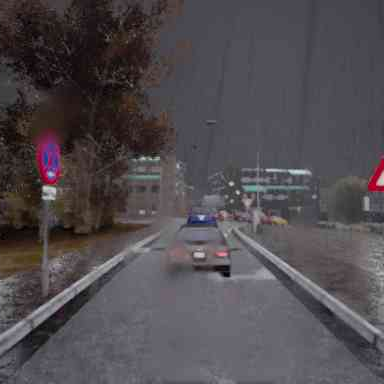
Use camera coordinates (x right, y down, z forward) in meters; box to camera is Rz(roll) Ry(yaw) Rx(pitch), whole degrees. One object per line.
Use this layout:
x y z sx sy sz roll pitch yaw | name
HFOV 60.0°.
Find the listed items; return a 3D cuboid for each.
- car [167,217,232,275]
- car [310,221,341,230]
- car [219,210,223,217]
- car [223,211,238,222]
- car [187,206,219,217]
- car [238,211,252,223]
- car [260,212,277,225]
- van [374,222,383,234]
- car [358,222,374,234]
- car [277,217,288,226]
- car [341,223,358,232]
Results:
0.239 1.739 11.015 2.033 1.411 5.357 0 -2 1 | car
22.582 5.703 57.308 2.002 1.452 4.674 7 -5 -29 | car
1.931 3.483 53.602 2.435 2.045 5.566 2 -4 -30 | car
4.811 3.786 54.189 2.185 1.767 4.553 5 -5 -31 | car
0.764 2.109 26.443 2.150 2.045 5.566 0 -3 2 | car
7.783 4.045 54.686 2.185 1.767 4.553 7 -5 -30 | car
10.780 4.222 55.245 2.435 2.045 5.566 8 -5 -30 | car
31.575 6.330 58.720 1.878 1.987 4.442 8 -5 -29 | van
28.433 6.260 58.472 1.946 1.575 5.366 7 -5 -29 | car
13.612 4.772 55.937 1.946 1.575 5.366 7 -5 -30 | car
25.552 6.002 57.819 2.002 1.452 4.674 8 -5 -29 | car
